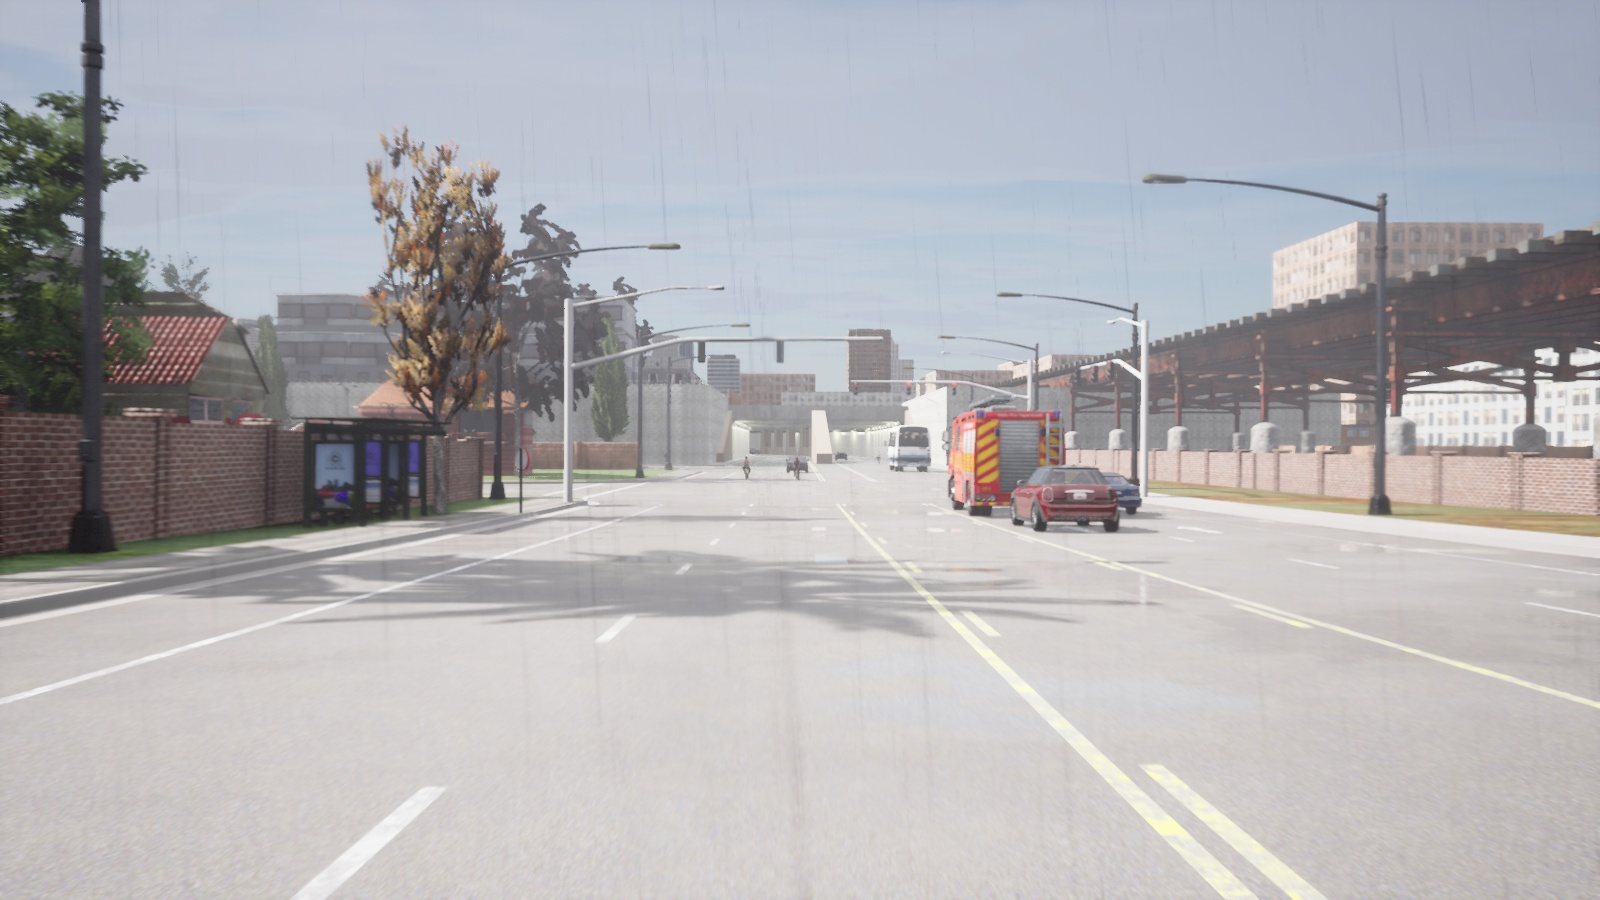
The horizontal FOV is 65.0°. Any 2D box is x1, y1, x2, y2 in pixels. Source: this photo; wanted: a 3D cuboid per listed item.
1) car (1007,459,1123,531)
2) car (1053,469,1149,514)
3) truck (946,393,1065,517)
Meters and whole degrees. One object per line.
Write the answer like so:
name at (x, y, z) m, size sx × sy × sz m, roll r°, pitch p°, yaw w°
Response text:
car at (6.919, 1.139, 33.300) m, size 2.097 × 1.767 × 4.553 m, roll 0°, pitch -1°, yaw 0°
car at (10.396, 1.397, 43.750) m, size 2.033 × 1.411 × 5.357 m, roll 0°, pitch 0°, yaw 0°
truck at (6.859, 0.191, 43.159) m, size 2.891 × 3.827 × 8.468 m, roll 0°, pitch 0°, yaw 1°
